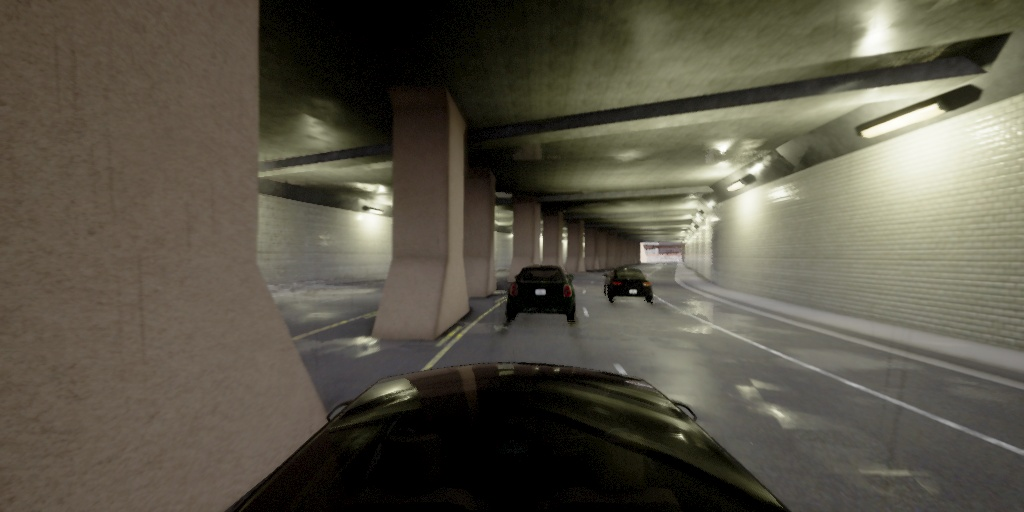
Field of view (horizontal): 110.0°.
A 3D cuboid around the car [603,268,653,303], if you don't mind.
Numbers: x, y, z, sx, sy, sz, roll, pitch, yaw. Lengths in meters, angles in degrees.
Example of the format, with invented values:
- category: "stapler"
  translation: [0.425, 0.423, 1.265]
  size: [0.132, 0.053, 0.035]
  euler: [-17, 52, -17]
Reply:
- category: "car"
  translation: [5.343, 1.280, 16.815]
  size: [1.812, 1.442, 4.674]
  euler: [0, 0, 11]

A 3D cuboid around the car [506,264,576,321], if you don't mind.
- category: "car"
  translation: [1.109, 1.082, 12.674]
  size: [2.097, 1.767, 4.553]
  euler: [1, 0, 7]
